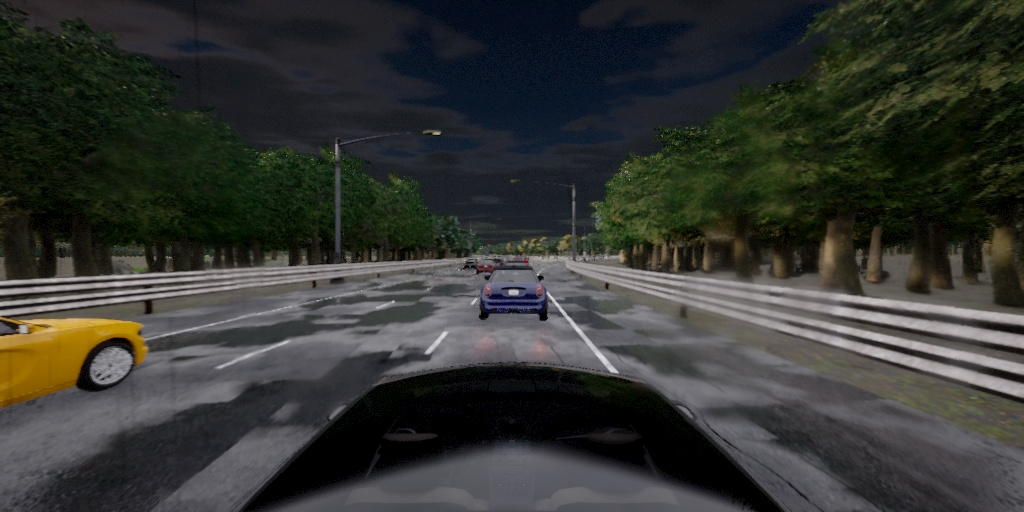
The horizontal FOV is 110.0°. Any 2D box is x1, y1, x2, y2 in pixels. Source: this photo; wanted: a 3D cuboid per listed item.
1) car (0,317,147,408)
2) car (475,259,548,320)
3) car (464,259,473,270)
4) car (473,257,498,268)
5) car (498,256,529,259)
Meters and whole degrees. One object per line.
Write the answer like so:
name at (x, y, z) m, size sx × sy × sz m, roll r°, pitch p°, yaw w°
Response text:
car at (-6.916, 1.224, 3.752) m, size 1.882 × 1.535 × 5.008 m, roll 0°, pitch 0°, yaw 0°
car at (0.075, 1.102, 12.787) m, size 2.097 × 1.767 × 4.553 m, roll 0°, pitch 0°, yaw 1°
car at (-5.654, 1.192, 51.589) m, size 1.837 × 1.490 × 4.892 m, roll 0°, pitch 0°, yaw 3°
car at (-2.642, 1.074, 39.764) m, size 2.097 × 1.767 × 4.553 m, roll 0°, pitch 0°, yaw 2°
car at (0.279, 1.099, 24.282) m, size 2.097 × 1.767 × 4.553 m, roll 0°, pitch 0°, yaw 1°
